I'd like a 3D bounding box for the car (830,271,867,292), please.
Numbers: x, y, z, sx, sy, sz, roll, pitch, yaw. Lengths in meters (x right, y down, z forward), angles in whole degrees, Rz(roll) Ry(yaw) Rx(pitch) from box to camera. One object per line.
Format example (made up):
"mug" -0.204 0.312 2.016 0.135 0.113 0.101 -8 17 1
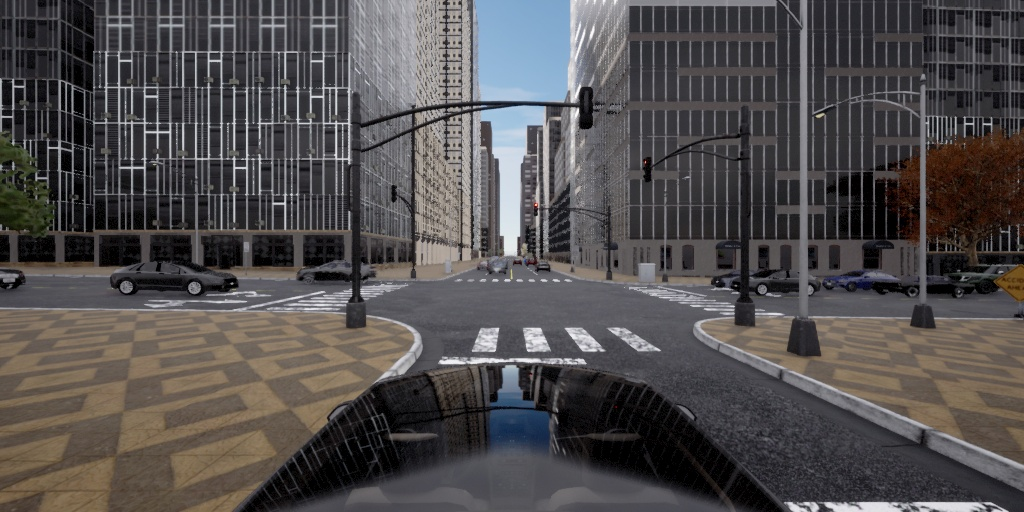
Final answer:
"car" 24.561 1.741 25.232 4.674 1.442 1.812 1 0 -3

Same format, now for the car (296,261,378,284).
"car" -11.382 1.053 23.518 4.902 1.511 2.128 1 0 -5

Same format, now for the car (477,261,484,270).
"car" -4.048 1.342 51.463 1.802 1.307 4.207 0 0 0

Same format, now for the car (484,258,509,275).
"car" -1.523 1.259 38.648 2.128 1.511 4.902 0 0 0

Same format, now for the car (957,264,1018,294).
"car" 34.189 1.610 25.680 5.566 2.045 2.150 1 0 -3

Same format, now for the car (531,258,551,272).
"car" 3.907 1.329 45.974 1.948 1.339 4.313 0 0 0

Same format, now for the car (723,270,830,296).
"car" 15.789 1.564 21.579 4.892 1.490 1.837 1 0 -4

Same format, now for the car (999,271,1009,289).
"car" 34.124 1.914 22.418 4.674 1.442 1.812 1 0 -2

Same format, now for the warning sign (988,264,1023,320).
"warning sign" 17.270 1.204 12.178 1.060 1.860 1.300 0 0 -3

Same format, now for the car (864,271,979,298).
"car" 25.033 1.826 22.004 4.718 1.301 1.895 1 0 -2

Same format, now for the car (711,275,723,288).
"car" 16.160 1.629 24.839 4.181 1.385 1.994 1 0 -3

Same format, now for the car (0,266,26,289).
"car" -25.296 0.802 16.194 4.902 1.511 2.128 1 0 -3

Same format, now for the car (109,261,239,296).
"car" -15.512 0.995 16.649 4.892 1.490 1.837 1 0 -3
